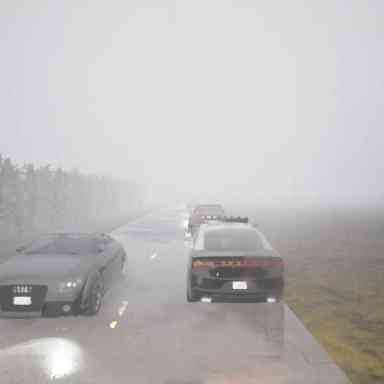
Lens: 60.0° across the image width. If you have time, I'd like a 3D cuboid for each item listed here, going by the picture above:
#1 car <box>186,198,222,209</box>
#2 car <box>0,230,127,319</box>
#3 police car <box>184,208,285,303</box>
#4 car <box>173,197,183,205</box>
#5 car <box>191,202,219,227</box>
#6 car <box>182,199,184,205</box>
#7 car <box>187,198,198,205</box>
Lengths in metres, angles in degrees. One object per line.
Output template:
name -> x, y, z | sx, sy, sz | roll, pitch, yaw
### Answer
car -> 0.856, 1.371, 18.253 | 2.097, 1.767, 4.553 | 0, 0, 0
car -> -2.736, 1.566, 7.359 | 1.994, 1.385, 4.181 | 0, 0, 0
police car -> 0.840, 1.429, 8.391 | 1.930, 1.638, 5.238 | 0, 0, 0
car -> -2.632, 1.730, 65.968 | 1.837, 1.490, 4.892 | 0, -1, 0
car -> 0.868, 1.542, 24.282 | 1.837, 1.490, 4.892 | 0, 0, 0
car -> 0.109, 1.671, 46.004 | 2.033, 1.411, 5.357 | 0, 0, 1
car -> 0.113, 1.773, 63.352 | 1.994, 1.385, 4.181 | 0, 0, 0
